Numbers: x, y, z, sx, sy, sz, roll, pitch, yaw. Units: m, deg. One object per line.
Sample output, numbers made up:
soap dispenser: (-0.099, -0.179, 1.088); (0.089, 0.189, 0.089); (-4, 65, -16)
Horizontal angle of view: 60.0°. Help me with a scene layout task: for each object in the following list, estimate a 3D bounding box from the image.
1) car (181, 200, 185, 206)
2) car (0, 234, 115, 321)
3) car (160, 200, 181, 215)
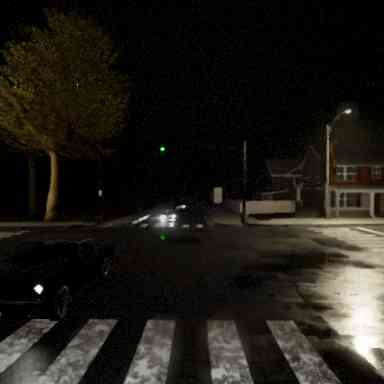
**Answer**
car: (-2.680, 2.471, 75.628); (1.895, 1.301, 4.718); (0, -1, 0)
car: (-3.224, 1.706, 7.616); (1.895, 1.301, 4.718); (0, -1, 1)
car: (-2.822, 2.039, 40.765); (2.128, 1.511, 4.902); (0, 0, 0)
